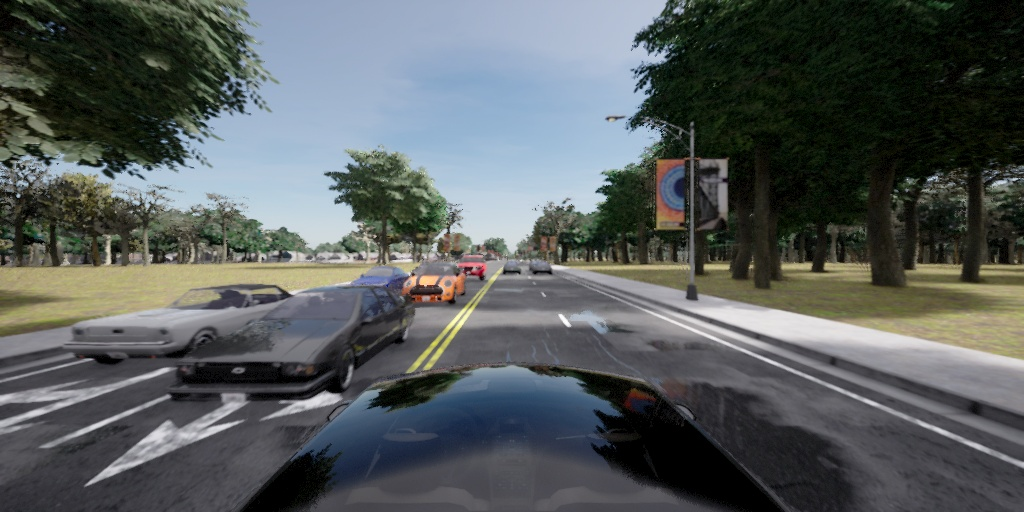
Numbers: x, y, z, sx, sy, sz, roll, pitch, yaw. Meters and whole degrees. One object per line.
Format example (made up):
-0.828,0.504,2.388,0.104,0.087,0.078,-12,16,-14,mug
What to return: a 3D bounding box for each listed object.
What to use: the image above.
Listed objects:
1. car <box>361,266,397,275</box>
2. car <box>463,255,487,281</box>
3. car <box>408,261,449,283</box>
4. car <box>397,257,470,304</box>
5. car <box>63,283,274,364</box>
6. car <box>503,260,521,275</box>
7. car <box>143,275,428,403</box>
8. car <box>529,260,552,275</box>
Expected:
-6.580,1.261,18.463,1.812,1.442,4.674,0,0,0,car
-3.344,0.955,30.391,2.150,2.045,5.566,0,0,0,car
-6.592,1.223,28.847,2.128,1.511,4.902,0,0,0,car
-3.341,1.089,16.242,2.097,1.767,4.553,0,0,0,car
-6.583,1.345,8.196,1.895,1.301,4.718,0,0,0,car
-0.006,1.297,39.044,1.994,1.385,4.181,0,0,0,car
-3.322,1.293,6.911,2.033,1.411,5.357,0,0,-1,car
3.243,1.297,38.949,1.994,1.385,4.181,0,0,0,car
